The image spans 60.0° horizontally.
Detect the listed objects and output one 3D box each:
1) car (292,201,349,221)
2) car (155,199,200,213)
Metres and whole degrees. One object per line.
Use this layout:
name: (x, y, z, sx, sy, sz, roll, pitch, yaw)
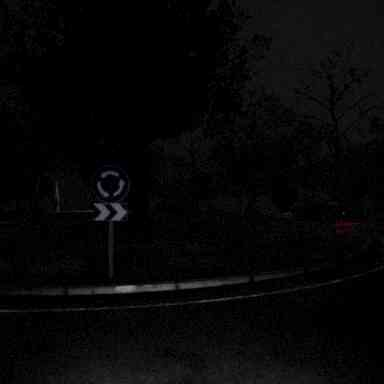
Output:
car: (10.472, 1.477, 27.582, 1.882, 1.535, 5.008, 1, -1, -26)
car: (-1.552, 1.496, 35.831, 4.902, 1.511, 2.128, 0, 0, 7)
